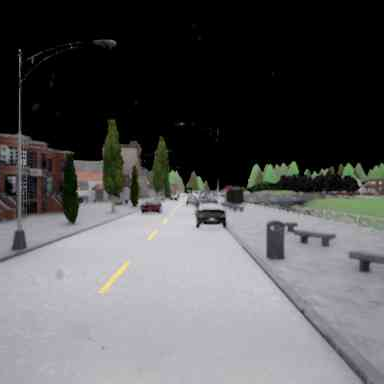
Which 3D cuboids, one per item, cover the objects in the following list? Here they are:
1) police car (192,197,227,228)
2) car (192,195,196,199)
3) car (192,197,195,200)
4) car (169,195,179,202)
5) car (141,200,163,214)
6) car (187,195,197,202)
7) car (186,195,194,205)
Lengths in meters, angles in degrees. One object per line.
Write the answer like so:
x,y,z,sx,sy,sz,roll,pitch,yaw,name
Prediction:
1.182,1.385,22.111,1.930,1.638,5.238,0,0,0,police car
1.198,1.437,37.998,1.837,1.490,4.892,0,0,0,car
1.199,1.469,31.999,1.812,1.442,4.674,0,0,0,car
-4.003,1.340,75.037,1.882,1.535,5.008,0,0,0,car
-4.099,1.539,34.391,1.895,1.301,4.718,0,0,0,car
-0.003,1.280,70.208,2.033,1.411,5.357,0,0,0,car
-0.002,1.464,55.509,1.994,1.385,4.181,0,0,0,car
